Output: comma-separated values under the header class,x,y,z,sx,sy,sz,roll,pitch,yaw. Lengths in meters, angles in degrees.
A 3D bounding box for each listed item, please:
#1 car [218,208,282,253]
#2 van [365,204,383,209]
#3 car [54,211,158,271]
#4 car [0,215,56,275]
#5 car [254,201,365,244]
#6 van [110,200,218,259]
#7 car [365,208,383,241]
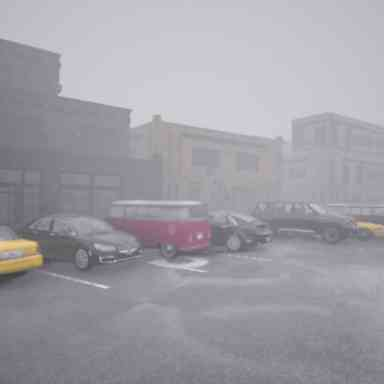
class,x,y,z,sx,sy,sz,roll,pitch,yaw
car,0.977,1.580,14.264,4.892,1.521,2.231,0,-1,35
van,10.660,1.741,20.984,4.442,1.987,1.878,0,-3,35
car,-3.798,1.493,10.893,4.892,1.521,2.231,-1,-1,35
car,-6.332,1.477,9.291,5.366,1.575,1.946,-1,-1,35
car,5.788,1.497,17.652,5.566,2.045,2.435,0,-2,35
van,-1.506,1.301,12.649,4.442,1.987,1.878,-1,-1,35
car,8.310,1.853,19.246,5.366,1.575,1.946,0,-2,35
